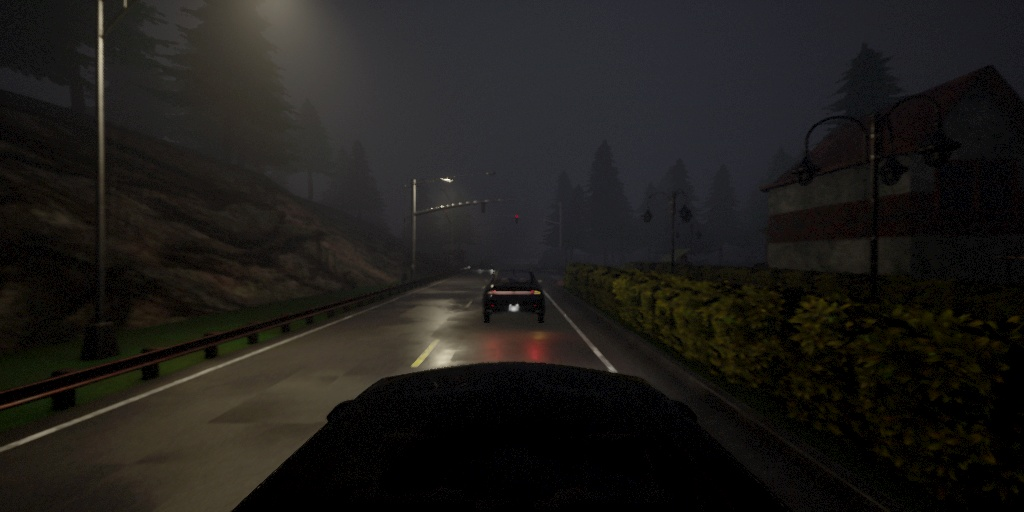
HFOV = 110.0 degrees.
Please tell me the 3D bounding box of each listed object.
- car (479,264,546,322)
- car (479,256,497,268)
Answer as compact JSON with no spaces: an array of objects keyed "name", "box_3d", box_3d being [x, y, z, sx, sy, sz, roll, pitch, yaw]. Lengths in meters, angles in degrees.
[{"name":"car","box_3d":[0.063,1.206,12.097,2.128,1.511,4.902,0,0,0]},{"name":"car","box_3d":[-3.563,1.062,51.040,1.882,1.535,5.008,0,0,0]}]
